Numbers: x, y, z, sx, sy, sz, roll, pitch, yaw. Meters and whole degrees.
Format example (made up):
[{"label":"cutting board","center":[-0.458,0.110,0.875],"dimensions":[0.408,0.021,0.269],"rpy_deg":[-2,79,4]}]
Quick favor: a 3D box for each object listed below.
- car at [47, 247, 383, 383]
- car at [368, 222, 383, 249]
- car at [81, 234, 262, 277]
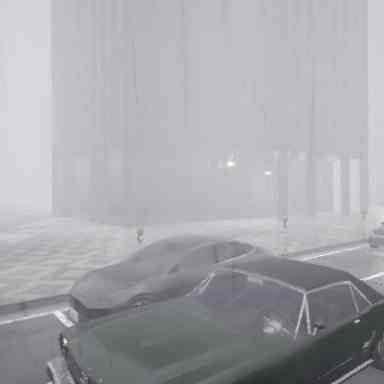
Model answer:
[{"label":"car","center":[0.868,1.609,4.068],"dimensions":[4.718,1.301,1.895],"rpy_deg":[0,0,-37]},{"label":"car","center":[8.788,1.578,13.454],"dimensions":[4.206,1.307,1.802],"rpy_deg":[0,0,-37]},{"label":"car","center":[-0.148,1.586,6.642],"dimensions":[4.313,1.339,1.947],"rpy_deg":[0,0,-37]}]
